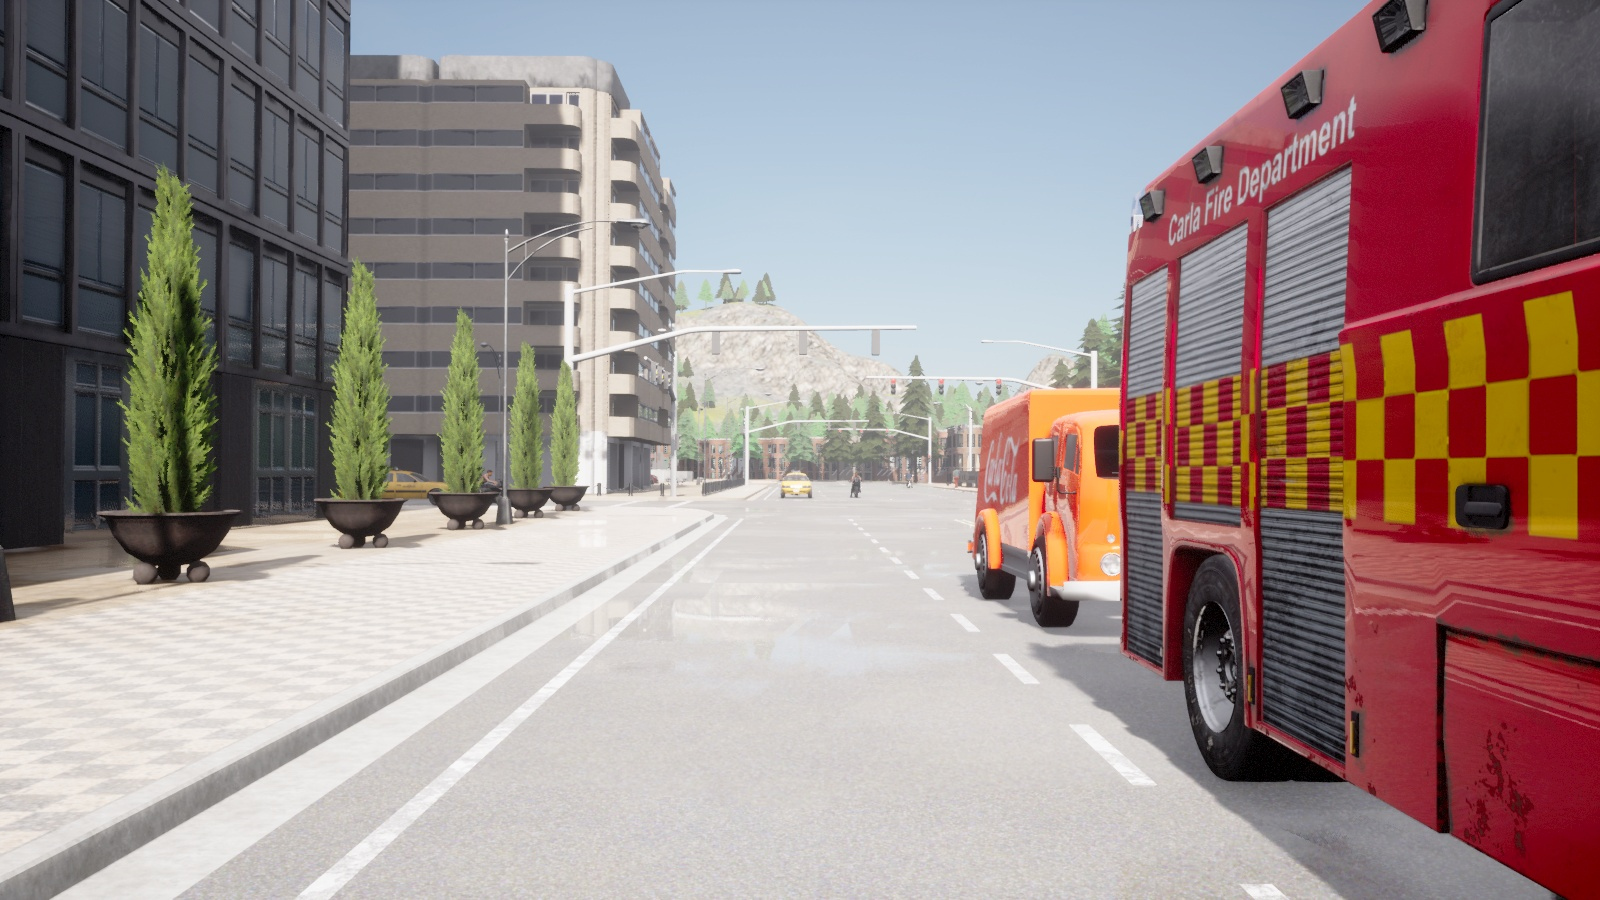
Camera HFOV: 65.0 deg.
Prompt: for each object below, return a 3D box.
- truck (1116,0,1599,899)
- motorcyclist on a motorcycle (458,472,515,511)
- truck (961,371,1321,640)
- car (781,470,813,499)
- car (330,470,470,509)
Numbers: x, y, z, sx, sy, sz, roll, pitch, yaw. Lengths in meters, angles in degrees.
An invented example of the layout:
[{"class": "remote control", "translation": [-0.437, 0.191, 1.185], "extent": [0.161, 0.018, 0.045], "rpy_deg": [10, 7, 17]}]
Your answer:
[{"class": "truck", "translation": [3.485, -0.301, 3.774], "extent": [2.891, 3.827, 8.468], "rpy_deg": [0, -1, 0]}, {"class": "motorcyclist on a motorcycle", "translation": [-12.417, 1.625, 49.796], "extent": [2.044, 1.523, 0.797], "rpy_deg": [0, -1, 0]}, {"class": "truck", "translation": [3.465, 0.551, 14.149], "extent": [2.627, 2.467, 5.204], "rpy_deg": [0, -1, 0]}, {"class": "car", "translation": [-0.191, 1.982, 73.270], "extent": [1.801, 1.575, 5.366], "rpy_deg": [0, -1, 0]}, {"class": "car", "translation": [-16.922, 1.659, 53.309], "extent": [5.366, 1.575, 1.801], "rpy_deg": [0, -1, 0]}]
